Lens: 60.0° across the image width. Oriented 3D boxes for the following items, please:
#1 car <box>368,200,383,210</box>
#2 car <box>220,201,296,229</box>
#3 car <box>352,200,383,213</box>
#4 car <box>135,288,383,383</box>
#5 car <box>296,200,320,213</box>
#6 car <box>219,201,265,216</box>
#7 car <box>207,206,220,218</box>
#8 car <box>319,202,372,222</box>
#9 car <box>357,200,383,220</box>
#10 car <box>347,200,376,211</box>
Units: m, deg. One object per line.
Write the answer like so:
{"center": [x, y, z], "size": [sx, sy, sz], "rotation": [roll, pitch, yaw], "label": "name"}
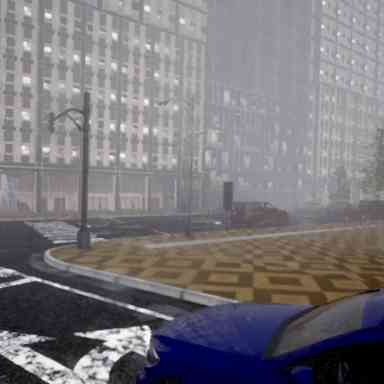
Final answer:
{"center": [28.575, 1.924, 50.040], "size": [4.313, 1.339, 1.947], "rotation": [1, 2, -34], "label": "car"}
{"center": [4.880, 1.585, 24.396], "size": [5.009, 1.841, 2.192], "rotation": [1, 2, -34], "label": "car"}
{"center": [23.219, 1.849, 43.336], "size": [4.902, 1.511, 2.128], "rotation": [1, 1, -34], "label": "car"}
{"center": [1.662, 1.525, 2.500], "size": [4.674, 1.442, 1.812], "rotation": [1, 0, 36], "label": "car"}
{"center": [14.371, 1.712, 40.382], "size": [4.829, 1.417, 1.752], "rotation": [1, 2, -34], "label": "car"}
{"center": [5.135, 1.626, 34.104], "size": [4.403, 1.369, 2.008], "rotation": [1, 2, -34], "label": "car"}
{"center": [3.571, 1.644, 30.062], "size": [4.674, 1.442, 1.812], "rotation": [1, 1, -34], "label": "car"}
{"center": [14.250, 1.927, 30.775], "size": [4.507, 1.381, 1.887], "rotation": [1, 2, -34], "label": "car"}
{"center": [18.944, 1.754, 33.957], "size": [5.009, 1.841, 2.192], "rotation": [1, 2, -34], "label": "car"}
{"center": [23.887, 1.883, 46.853], "size": [4.206, 1.307, 1.802], "rotation": [1, 2, -34], "label": "car"}
